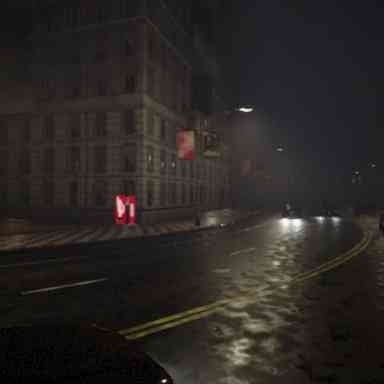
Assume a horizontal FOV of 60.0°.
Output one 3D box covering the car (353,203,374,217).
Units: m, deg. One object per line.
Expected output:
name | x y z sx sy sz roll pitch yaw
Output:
car | 18.550 1.887 35.819 1.882 1.535 5.008 0 -1 20

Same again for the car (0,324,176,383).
car | -2.589 1.557 1.750 5.357 1.411 2.033 1 -1 -38

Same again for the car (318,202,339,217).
car | 15.050 1.914 36.786 1.837 1.490 4.892 0 -1 20

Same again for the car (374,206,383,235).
car | 12.254 1.724 19.744 2.128 1.511 4.902 0 -1 27

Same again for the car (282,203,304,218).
car | 10.460 1.861 34.383 2.128 1.511 4.902 0 -1 20
